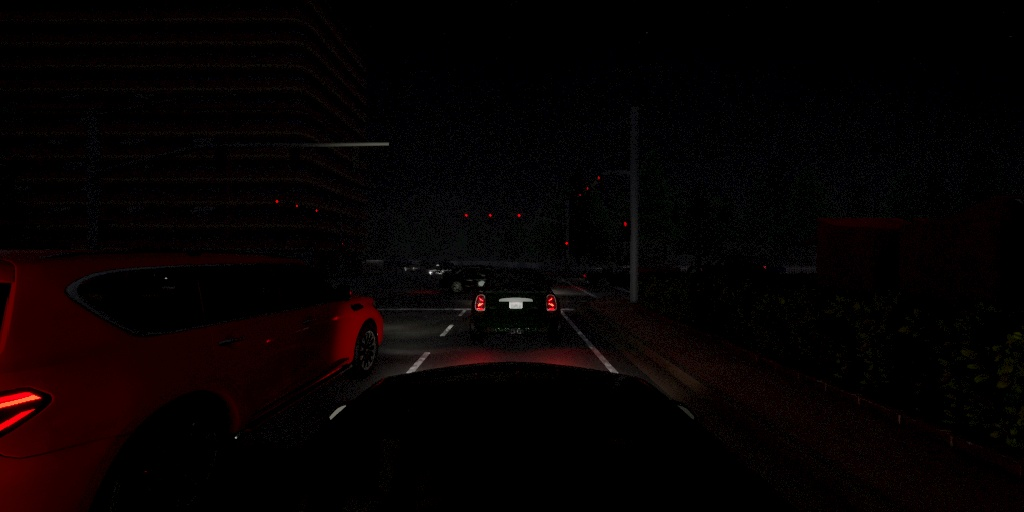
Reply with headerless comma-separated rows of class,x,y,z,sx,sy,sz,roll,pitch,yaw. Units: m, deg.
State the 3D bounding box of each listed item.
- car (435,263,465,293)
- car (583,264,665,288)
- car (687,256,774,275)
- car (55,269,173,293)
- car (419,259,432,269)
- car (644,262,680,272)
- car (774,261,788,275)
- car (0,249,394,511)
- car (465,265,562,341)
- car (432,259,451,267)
car,-1.613,1.294,20.483,4.892,1.490,1.837,0,0,0
car,7.270,1.408,23.906,4.718,1.301,1.895,0,0,0
car,16.389,1.027,27.529,5.566,2.045,2.150,0,0,0
car,-22.759,1.406,20.658,4.718,1.301,1.895,0,0,1
car,-13.211,1.241,56.609,2.128,1.511,4.902,0,0,-33
car,11.964,1.283,31.066,5.008,1.535,1.882,0,0,0
car,20.982,1.157,30.988,4.553,1.767,2.097,0,0,0
car,-3.434,0.971,4.156,2.150,2.045,5.566,0,0,1
car,0.096,1.102,9.993,2.097,1.767,4.553,0,0,0
car,-8.954,1.297,47.603,2.033,1.411,5.357,0,0,-18
